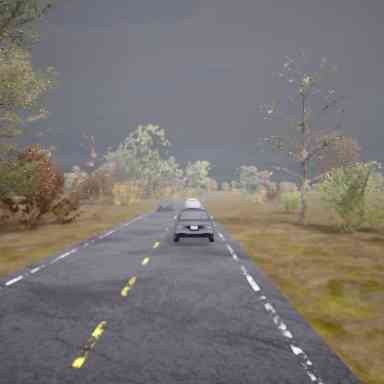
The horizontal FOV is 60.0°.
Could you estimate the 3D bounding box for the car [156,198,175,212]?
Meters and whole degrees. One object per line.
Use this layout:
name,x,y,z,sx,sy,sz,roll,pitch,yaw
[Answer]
car,-3.063,1.492,39.522,1.837,1.490,4.892,0,0,1

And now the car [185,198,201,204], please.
car,0.075,1.511,40.834,1.812,1.442,4.674,0,0,0

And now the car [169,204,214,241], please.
car,0.092,1.541,16.473,2.033,1.411,5.357,0,0,0
